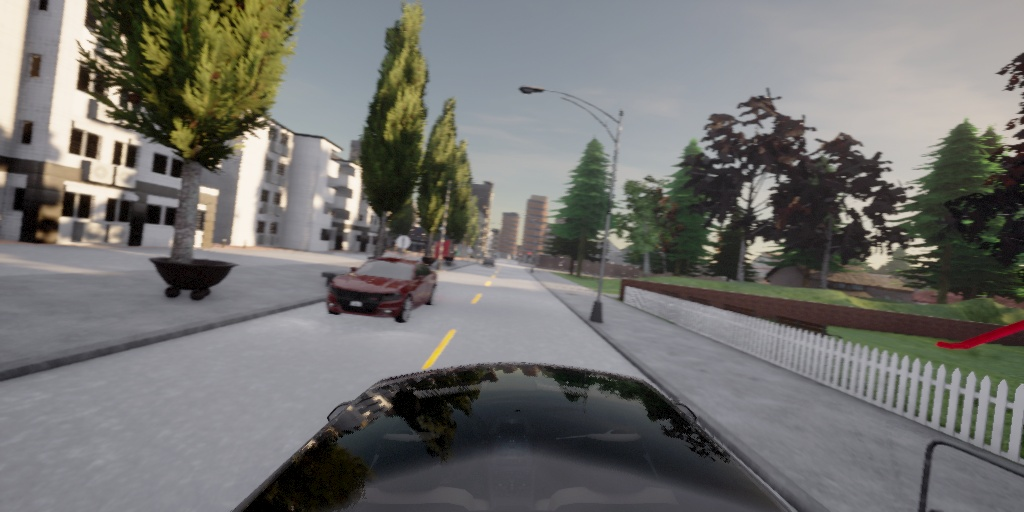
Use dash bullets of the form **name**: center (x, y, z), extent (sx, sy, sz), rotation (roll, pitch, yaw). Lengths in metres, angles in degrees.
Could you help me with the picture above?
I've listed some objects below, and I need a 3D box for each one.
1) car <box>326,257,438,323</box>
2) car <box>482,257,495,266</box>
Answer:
- **car**: center (-3.463, 0.796, 10.500), extent (1.882, 1.535, 5.008), rotation (7, 0, 0)
- **car**: center (-3.787, 0.908, 58.841), extent (1.895, 1.301, 4.718), rotation (7, 0, 0)
